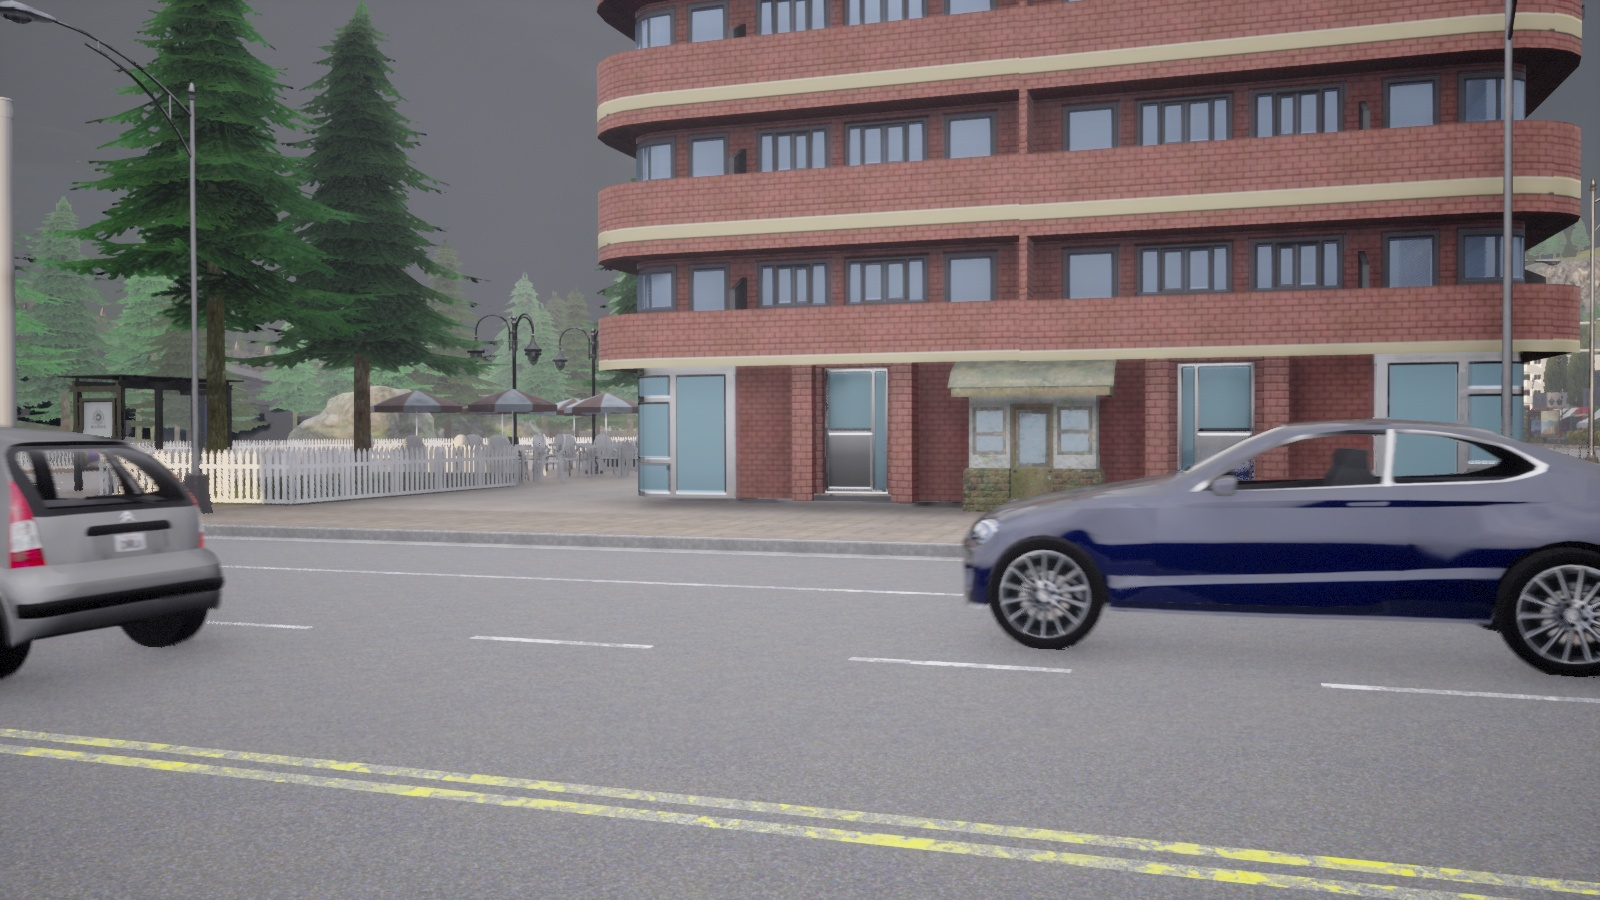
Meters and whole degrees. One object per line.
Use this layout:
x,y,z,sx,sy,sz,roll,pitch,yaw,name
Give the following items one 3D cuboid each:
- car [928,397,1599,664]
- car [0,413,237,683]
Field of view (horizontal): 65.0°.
3.660,0.469,9.344,5.027,1.651,2.152,1,1,19,car
-6.339,0.557,9.014,3.988,1.617,1.851,1,1,19,car
